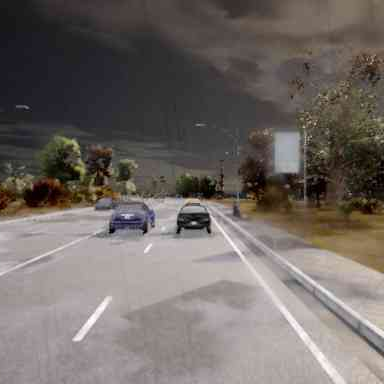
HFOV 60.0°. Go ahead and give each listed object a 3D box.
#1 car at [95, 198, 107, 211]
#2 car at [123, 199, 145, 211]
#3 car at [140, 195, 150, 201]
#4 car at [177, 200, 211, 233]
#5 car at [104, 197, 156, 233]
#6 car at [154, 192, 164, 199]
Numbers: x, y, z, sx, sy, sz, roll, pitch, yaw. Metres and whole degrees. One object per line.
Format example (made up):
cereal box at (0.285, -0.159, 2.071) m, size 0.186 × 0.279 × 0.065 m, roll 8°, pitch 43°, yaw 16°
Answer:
car at (-10.593, 1.509, 41.140) m, size 1.837 × 1.490 × 4.892 m, roll 0°, pitch 1°, yaw 0°
car at (-7.094, 1.608, 41.006) m, size 1.895 × 1.301 × 4.718 m, roll 0°, pitch 0°, yaw 0°
car at (-11.495, 1.397, 81.383) m, size 2.033 × 1.411 × 5.357 m, roll 0°, pitch 0°, yaw -6°
car at (0.099, 1.481, 19.886) m, size 1.882 × 1.535 × 5.008 m, roll 0°, pitch 0°, yaw 0°
car at (-3.402, 1.355, 19.650) m, size 2.097 × 1.767 × 4.553 m, roll 0°, pitch 0°, yaw 0°
car at (-8.009, 1.081, 81.699) m, size 2.150 × 2.045 × 5.566 m, roll 0°, pitch 0°, yaw -6°
